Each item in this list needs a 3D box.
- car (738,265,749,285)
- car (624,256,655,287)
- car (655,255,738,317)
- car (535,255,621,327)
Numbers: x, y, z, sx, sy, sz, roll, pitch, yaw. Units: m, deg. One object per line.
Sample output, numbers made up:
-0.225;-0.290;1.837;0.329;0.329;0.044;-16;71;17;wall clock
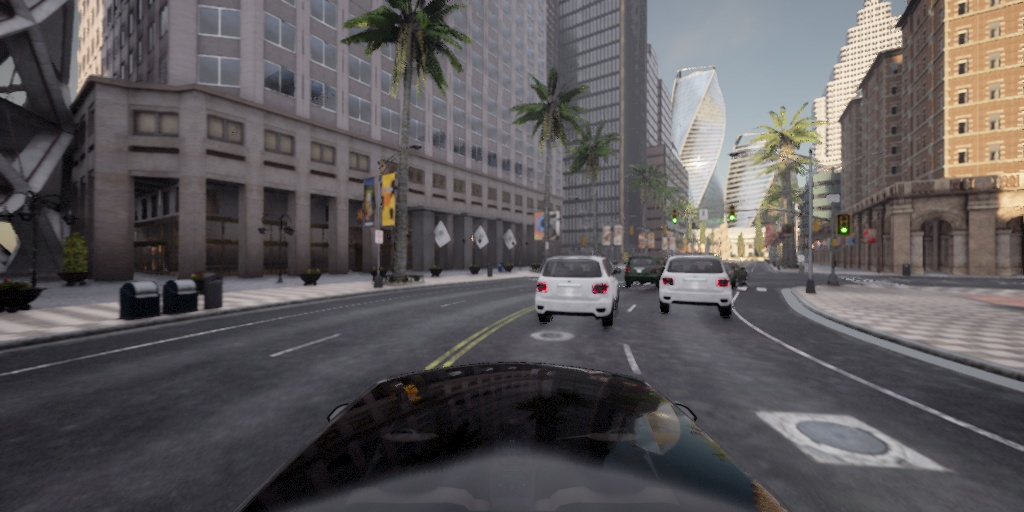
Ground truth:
14.856;1.162;24.944;2.097;1.767;4.553;0;0;44;car
9.226;1.016;24.025;2.150;2.045;5.566;0;0;34;car
6.909;0.999;13.711;2.150;2.045;5.566;0;0;25;car
2.349;0.991;11.969;2.150;2.045;5.566;0;0;18;car
